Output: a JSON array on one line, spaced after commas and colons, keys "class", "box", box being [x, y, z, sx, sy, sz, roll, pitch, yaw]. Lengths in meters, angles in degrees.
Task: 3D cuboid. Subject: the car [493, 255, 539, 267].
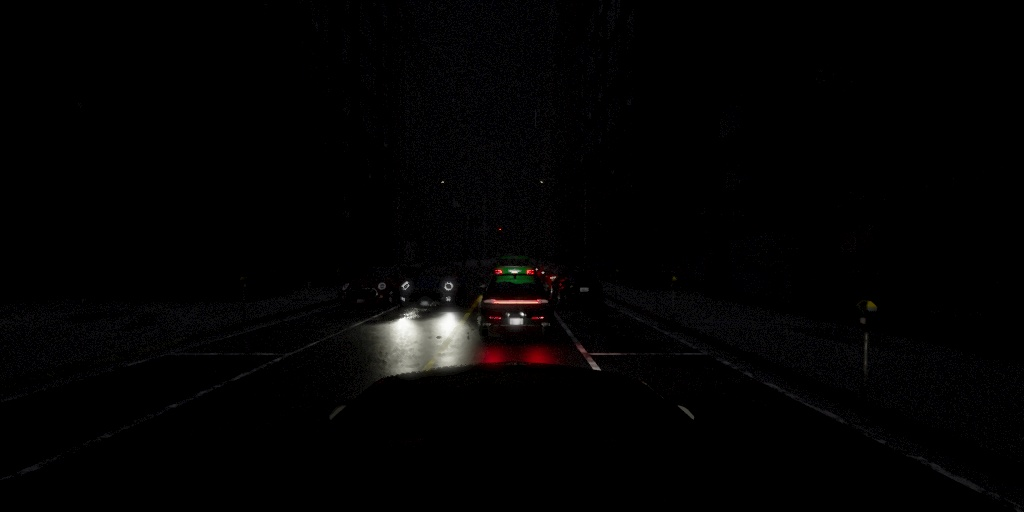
[{"class": "car", "box": [0.086, 0.970, 20.307, 2.150, 2.045, 5.566, 0, 0, -1]}]

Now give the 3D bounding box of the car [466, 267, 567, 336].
[{"class": "car", "box": [0.093, 1.240, 10.387, 2.128, 1.511, 4.902, 0, 0, 0]}]

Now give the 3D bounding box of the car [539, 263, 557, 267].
[{"class": "car", "box": [2.746, 1.293, 21.161, 1.888, 1.381, 4.507, 0, 0, 0]}]

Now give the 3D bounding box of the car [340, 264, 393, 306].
[{"class": "car", "box": [-5.776, 1.188, 15.650, 1.967, 1.591, 4.097, 0, 0, 0]}]

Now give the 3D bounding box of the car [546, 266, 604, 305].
[{"class": "car", "box": [2.750, 1.314, 15.657, 1.948, 1.339, 4.313, 0, 0, 0]}]

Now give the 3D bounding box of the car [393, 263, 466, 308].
[{"class": "car", "box": [-3.102, 1.100, 15.004, 2.097, 1.767, 4.553, 0, 0, 0]}]
